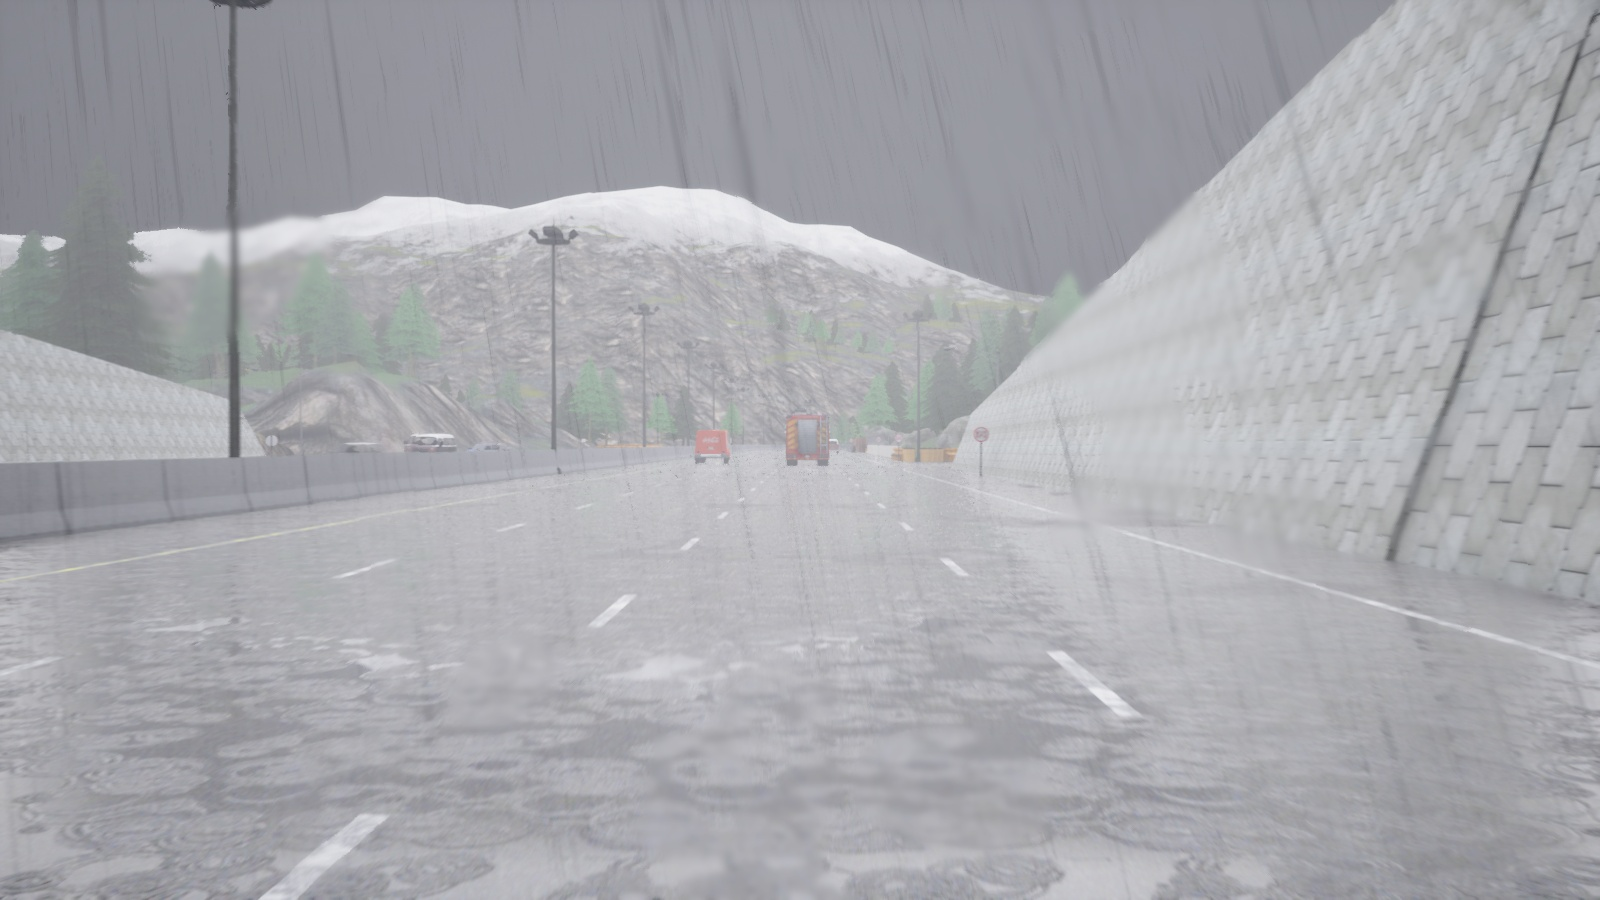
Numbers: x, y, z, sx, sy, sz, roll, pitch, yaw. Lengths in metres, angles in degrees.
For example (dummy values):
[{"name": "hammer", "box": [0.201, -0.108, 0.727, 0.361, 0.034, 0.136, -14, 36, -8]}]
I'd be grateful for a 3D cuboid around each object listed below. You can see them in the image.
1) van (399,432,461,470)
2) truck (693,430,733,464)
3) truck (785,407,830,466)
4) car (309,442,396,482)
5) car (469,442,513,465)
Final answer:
[{"name": "van", "box": [-20.591, 0.065, 70.052, 2.069, 2.038, 4.480, 0, 0, 0]}, {"name": "truck", "box": [-6.458, -0.265, 93.724, 2.627, 2.467, 5.204, 0, 1, 0]}, {"name": "truck", "box": [0.500, -0.897, 86.017, 2.891, 3.827, 8.468, 0, 0, 0]}, {"name": "car", "box": [-17.215, 0.427, 48.462, 1.970, 1.475, 3.806, 0, 0, 0]}, {"name": "car", "box": [-20.516, 0.229, 83.406, 1.970, 1.475, 3.806, 0, 0, 0]}]
